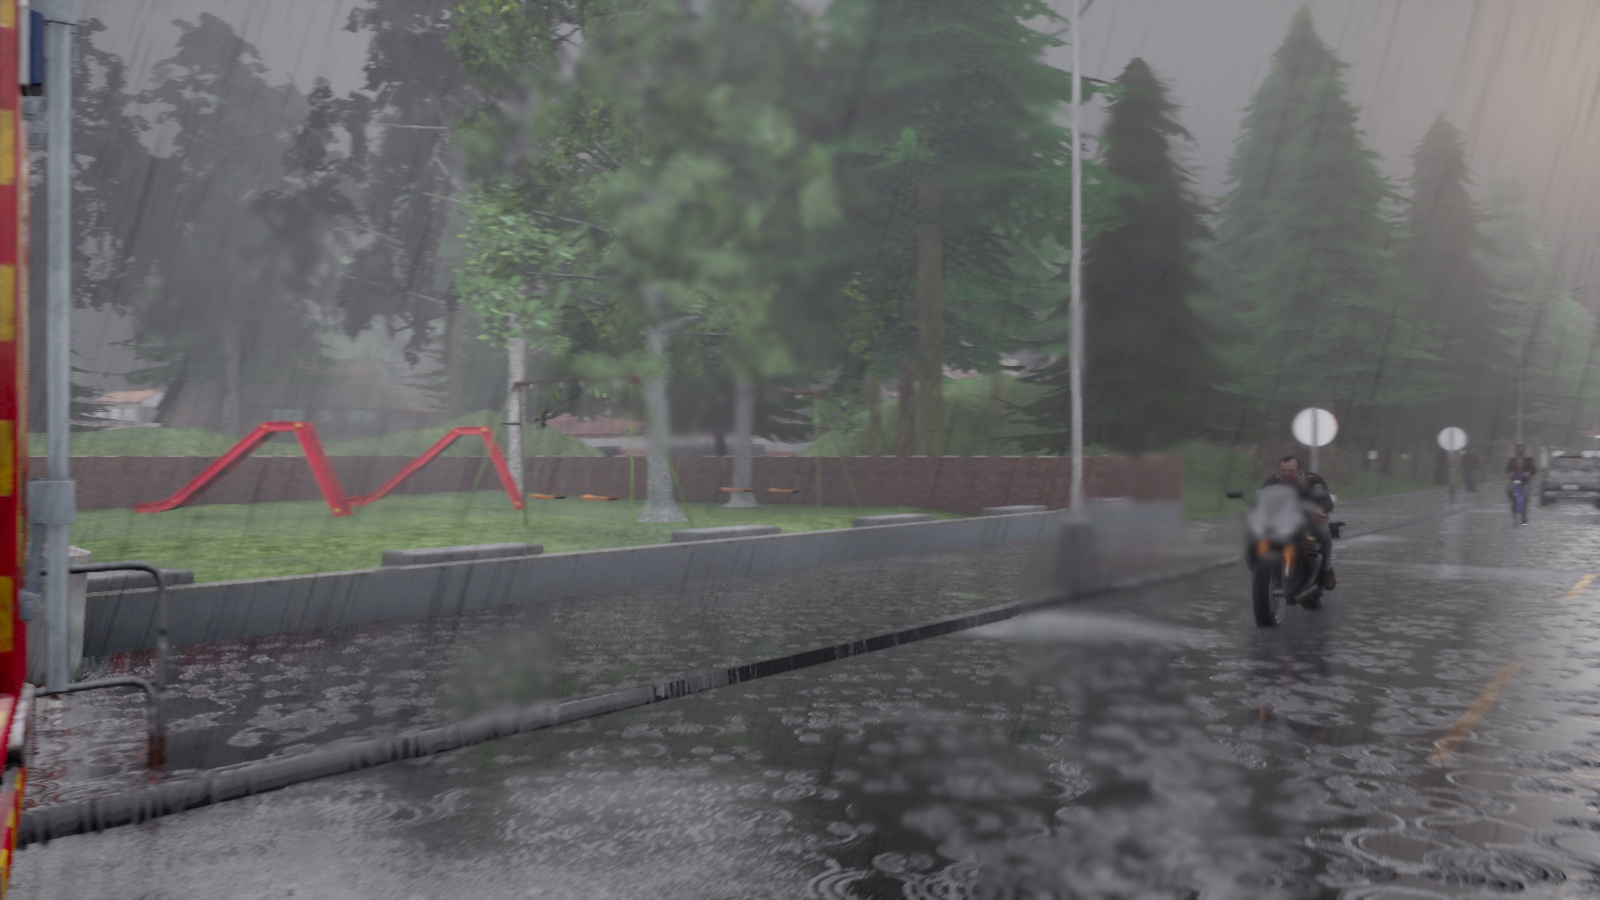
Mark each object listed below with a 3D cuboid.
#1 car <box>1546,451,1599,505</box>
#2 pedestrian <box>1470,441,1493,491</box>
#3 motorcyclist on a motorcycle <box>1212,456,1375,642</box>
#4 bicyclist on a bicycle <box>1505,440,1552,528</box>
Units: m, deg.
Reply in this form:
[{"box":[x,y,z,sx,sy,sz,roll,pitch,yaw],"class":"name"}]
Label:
[{"box":[24.048,0.834,38.412,1.789,1.549,3.705,0,-1,36],"class":"car"},{"box":[25.447,0.602,46.928,0.634,1.844,0.899,0,0,21],"class":"pedestrian"},{"box":[4.550,0.822,11.474,0.866,1.530,2.191,0,0,36],"class":"motorcyclist on a motorcycle"},{"box":[15.183,0.694,26.168,0.659,1.776,1.843,0,-1,36],"class":"bicyclist on a bicycle"}]
